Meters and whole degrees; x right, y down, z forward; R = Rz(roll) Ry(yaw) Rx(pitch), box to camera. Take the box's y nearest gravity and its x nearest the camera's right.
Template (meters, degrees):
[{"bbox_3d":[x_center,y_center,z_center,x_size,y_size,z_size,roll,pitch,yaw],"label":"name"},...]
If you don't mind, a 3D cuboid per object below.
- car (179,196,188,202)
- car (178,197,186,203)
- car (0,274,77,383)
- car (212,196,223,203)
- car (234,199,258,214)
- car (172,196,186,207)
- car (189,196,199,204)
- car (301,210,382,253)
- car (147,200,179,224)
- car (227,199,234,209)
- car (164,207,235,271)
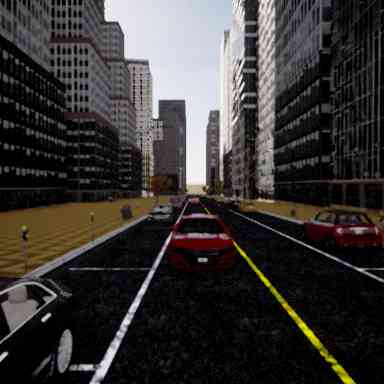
[{"bbox_3d":[-2.220,1.776,87.129,2.008,1.369,4.403,-1,0,0],"label":"car"},{"bbox_3d":[-2.236,1.772,75.878,1.802,1.307,4.206,-1,0,0],"label":"car"},{"bbox_3d":[-2.342,1.556,2.755,2.008,1.369,4.403,-1,0,0],"label":"car"},{"bbox_3d":[6.143,1.718,76.036,1.752,1.417,4.829,-1,0,0],"label":"car"},{"bbox_3d":[6.087,1.608,36.663,1.752,1.417,4.829,-1,0,0],"label":"car"},{"bbox_3d":[-2.279,1.549,47.754,1.967,1.590,4.097,-1,0,0],"label":"car"},{"bbox_3d":[0.457,1.522,69.346,2.097,1.767,4.553,0,0,0],"label":"car"},{"bbox_3d":[6.053,1.470,13.993,1.967,1.590,4.097,-1,0,0],"label":"car"},{"bbox_3d":[-2.309,1.604,25.254,2.008,1.369,4.403,-1,0,0],"label":"car"},{"bbox_3d":[6.104,1.677,47.742,1.947,1.339,4.313,-1,0,0],"label":"car"},{"bbox_3d":[0.274,1.500,11.128,1.882,1.535,5.008,0,0,0],"label":"car"}]
